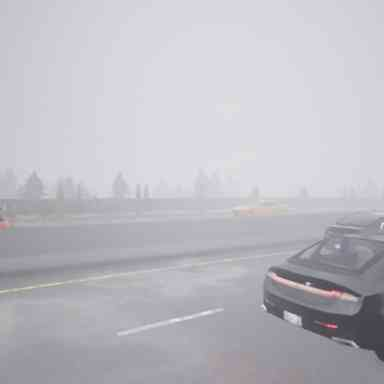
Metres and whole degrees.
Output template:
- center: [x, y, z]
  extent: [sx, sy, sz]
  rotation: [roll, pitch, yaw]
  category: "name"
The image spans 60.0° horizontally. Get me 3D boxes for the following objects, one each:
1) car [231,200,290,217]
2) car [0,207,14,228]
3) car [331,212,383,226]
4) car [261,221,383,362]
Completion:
- center: [5.519, 1.398, 26.745]
  extent: [5.008, 1.535, 1.882]
  rotation: [0, 0, -24]
  category: "car"
- center: [-8.286, 1.284, 10.804]
  extent: [4.553, 1.767, 2.097]
  rotation: [0, 0, -35]
  category: "car"
- center: [6.768, 1.484, 11.601]
  extent: [4.892, 1.490, 1.837]
  rotation: [0, 0, -28]
  category: "car"
- center: [3.409, 1.480, 5.729]
  extent: [4.902, 1.511, 2.128]
  rotation: [0, 0, -32]
  category: "car"
